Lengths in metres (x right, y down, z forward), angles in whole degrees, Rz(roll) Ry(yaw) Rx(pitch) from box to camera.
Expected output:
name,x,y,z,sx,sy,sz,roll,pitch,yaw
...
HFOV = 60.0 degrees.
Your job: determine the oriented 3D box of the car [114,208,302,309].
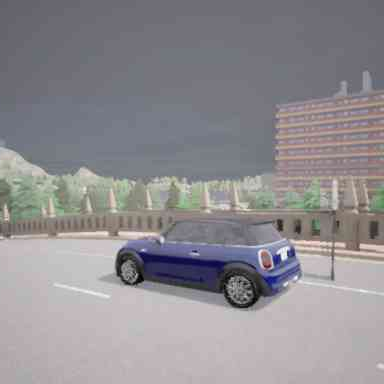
name,x,y,z,sx,sy,sz,roll,pitch,yaw
car,0.187,1.390,8.159,4.553,1.767,2.097,-1,-1,36
